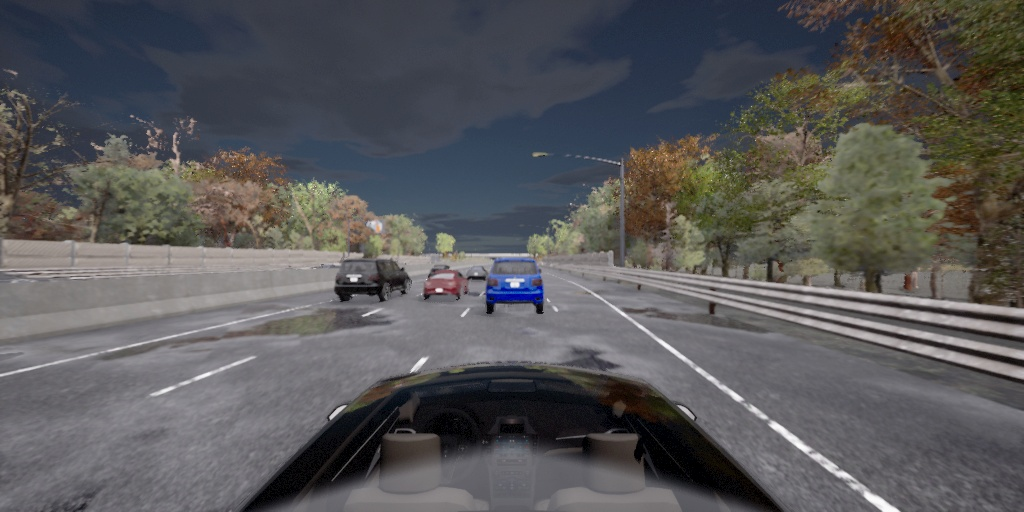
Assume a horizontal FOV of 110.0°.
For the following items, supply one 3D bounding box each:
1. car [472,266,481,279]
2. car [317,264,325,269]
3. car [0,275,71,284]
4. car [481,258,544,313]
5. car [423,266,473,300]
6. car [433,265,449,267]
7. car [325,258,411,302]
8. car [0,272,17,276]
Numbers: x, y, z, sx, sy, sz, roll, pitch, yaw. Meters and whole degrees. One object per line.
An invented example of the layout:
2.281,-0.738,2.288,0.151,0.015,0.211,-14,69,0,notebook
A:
-3.392,1.687,35.827,1.994,1.385,4.181,0,-1,0,car
-28.027,1.909,54.684,1.994,1.385,4.181,0,-1,1,car
-17.599,1.468,12.796,1.895,1.301,4.718,0,-1,0,car
0.102,1.112,14.990,2.150,2.045,5.566,0,-1,0,car
-3.397,1.459,18.994,1.812,1.442,4.674,0,-1,0,car
-6.893,1.623,35.434,1.837,1.490,4.892,0,-1,0,car
-6.896,1.148,18.314,2.150,2.045,5.566,0,-1,0,car
-21.098,1.355,13.716,1.882,1.535,5.008,0,-1,0,car
